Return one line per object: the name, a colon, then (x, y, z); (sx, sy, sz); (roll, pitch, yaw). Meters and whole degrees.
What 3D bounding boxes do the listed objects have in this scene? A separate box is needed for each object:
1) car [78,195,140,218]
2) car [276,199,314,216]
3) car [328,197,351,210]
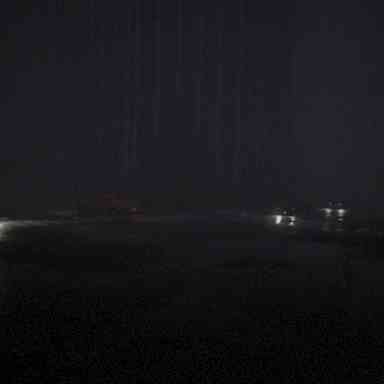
car: (-6.004, 0.936, 23.900); (5.008, 1.535, 1.882); (2, 2, 31)
car: (9.541, 1.373, 30.381); (2.033, 1.411, 5.357); (2, 1, 38)
car: (18.988, 1.402, 42.592); (1.837, 1.490, 4.892); (2, 1, 38)
